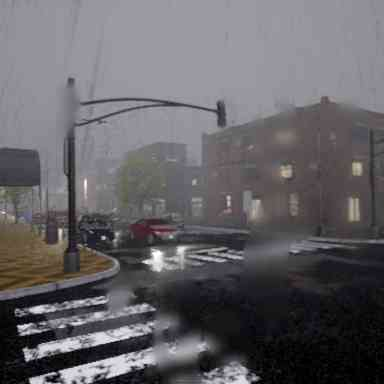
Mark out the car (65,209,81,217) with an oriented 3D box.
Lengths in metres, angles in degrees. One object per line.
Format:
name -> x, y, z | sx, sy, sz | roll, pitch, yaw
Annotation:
car -> -22.950, 4.030, 64.017 | 1.752, 1.417, 4.829 | -1, -2, -32

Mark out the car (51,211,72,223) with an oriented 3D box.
car -> -17.699, 3.322, 44.891 | 1.837, 1.490, 4.892 | 0, -3, -32

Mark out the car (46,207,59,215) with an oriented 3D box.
car -> -34.642, 4.612, 82.609 | 2.192, 1.841, 5.009 | -1, -2, -32

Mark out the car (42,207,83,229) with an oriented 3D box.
car -> -12.003, 2.583, 30.661 | 2.192, 1.841, 5.009 | -1, -2, -32

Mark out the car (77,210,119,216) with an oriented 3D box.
car -> -8.724, 2.680, 30.532 | 1.882, 1.535, 5.008 | 0, -2, -32

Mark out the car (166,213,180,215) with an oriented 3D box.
car -> -2.144, 2.649, 31.164 | 2.008, 1.369, 4.403 | -1, -2, -32

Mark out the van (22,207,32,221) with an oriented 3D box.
van -> -24.078, 3.435, 50.061 | 1.690, 1.788, 3.998 | -1, -2, -32

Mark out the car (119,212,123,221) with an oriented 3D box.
car -> -10.683, 3.223, 44.527 | 2.008, 1.369, 4.403 | -1, -2, -32

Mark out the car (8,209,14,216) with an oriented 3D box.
car -> -38.791, 4.638, 73.470 | 1.887, 1.381, 4.507 | -1, -2, -32

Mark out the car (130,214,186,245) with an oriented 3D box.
car -> -2.332, 2.294, 20.379 | 1.812, 1.442, 4.674 | 0, -2, -31

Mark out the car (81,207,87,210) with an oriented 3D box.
car -> -19.923, 3.614, 59.196 | 2.192, 1.841, 5.009 | -1, -2, -32

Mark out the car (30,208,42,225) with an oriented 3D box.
car -> -17.811, 3.108, 40.071 | 1.967, 1.590, 4.097 | -1, -2, -32

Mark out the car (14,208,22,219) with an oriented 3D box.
car -> -29.966, 3.809, 59.427 | 2.192, 1.841, 5.009 | -1, -2, -32

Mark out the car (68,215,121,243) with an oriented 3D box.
car -> -6.518, 2.459, 21.890 | 1.947, 1.339, 4.313 | -1, -2, -32
